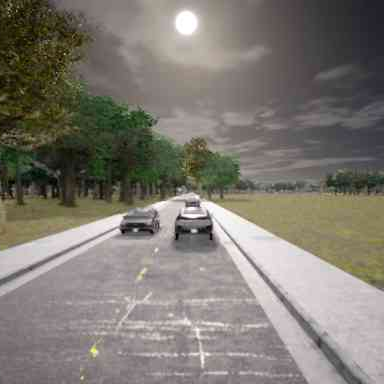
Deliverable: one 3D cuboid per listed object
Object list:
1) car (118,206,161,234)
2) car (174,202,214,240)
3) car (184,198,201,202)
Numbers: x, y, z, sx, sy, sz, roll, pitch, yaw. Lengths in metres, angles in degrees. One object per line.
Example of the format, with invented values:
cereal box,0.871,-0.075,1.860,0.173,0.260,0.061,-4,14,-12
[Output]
car,-2.854,1.560,19.448,2.033,1.411,5.357,0,0,0
car,0.095,1.502,17.096,2.128,1.511,4.902,0,0,0
car,0.091,1.534,40.560,1.837,1.490,4.892,0,0,0
